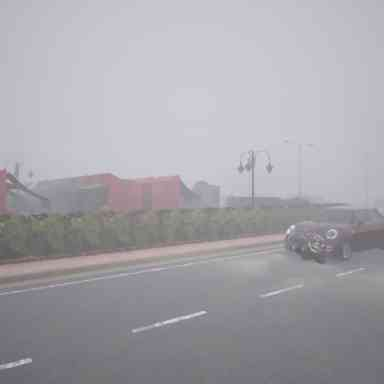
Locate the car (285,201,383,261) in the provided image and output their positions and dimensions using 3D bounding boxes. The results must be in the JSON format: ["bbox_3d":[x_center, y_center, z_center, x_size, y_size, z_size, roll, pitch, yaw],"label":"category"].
[{"bbox_3d":[5.544,1.356,12.438,4.553,1.767,2.097,0,0,-36],"label":"car"}]

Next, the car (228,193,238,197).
[{"bbox_3d":[8.525,1.219,81.928,1.932,1.855,4.605,0,0,-36],"label":"car"}]

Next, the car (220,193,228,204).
[{"bbox_3d":[6.153,1.222,80.269,1.905,1.878,3.866,0,0,-36],"label":"car"}]

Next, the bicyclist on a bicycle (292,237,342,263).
[{"bbox_3d":[3.704,1.800,10.274,1.656,0.582,1.620,27,15,34],"label":"bicyclist on a bicycle"}]

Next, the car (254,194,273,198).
[{"bbox_3d":[14.242,1.459,64.553,1.970,1.475,3.806,0,0,-36],"label":"car"}]

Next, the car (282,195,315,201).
[{"bbox_3d":[13.981,1.215,45.626,1.932,1.855,4.605,0,0,-36],"label":"car"}]

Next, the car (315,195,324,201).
[{"bbox_3d":[16.122,1.425,47.245,1.784,1.438,3.905,0,0,-36],"label":"car"}]

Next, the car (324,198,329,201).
[{"bbox_3d":[18.463,1.457,48.948,1.970,1.475,3.806,0,0,-36],"label":"car"}]
